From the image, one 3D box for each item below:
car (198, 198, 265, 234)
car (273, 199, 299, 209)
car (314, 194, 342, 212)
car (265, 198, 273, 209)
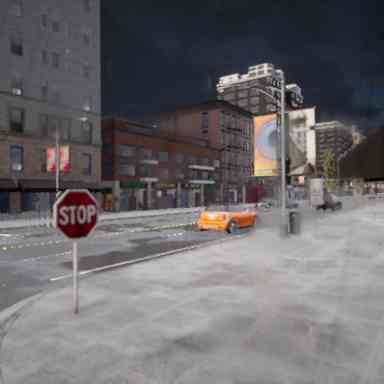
[{"bbox_3d":[2.328,1.441,20.161,2.097,1.767,4.553,-1,0,36],"label":"car"},{"bbox_3d":[13.570,1.678,47.102,1.994,1.385,4.181,-1,0,36],"label":"car"},{"bbox_3d":[16.317,1.276,39.767,2.150,2.045,5.566,-1,0,36],"label":"car"},{"bbox_3d":[10.924,1.639,48.990,2.128,1.511,4.902,-1,0,36],"label":"car"}]
